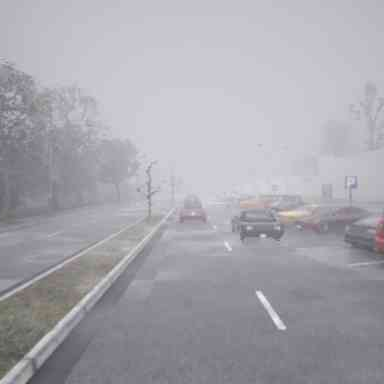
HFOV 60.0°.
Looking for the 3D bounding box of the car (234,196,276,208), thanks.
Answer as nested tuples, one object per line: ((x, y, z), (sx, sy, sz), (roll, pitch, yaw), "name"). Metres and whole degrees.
((8.044, 1.244, 42.673), (4.792, 1.488, 2.163), (0, 1, -20), "car")

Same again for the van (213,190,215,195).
((7.872, 0.645, 75.417), (4.442, 1.987, 1.878), (1, 1, -20), "van")

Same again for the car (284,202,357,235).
((8.019, 1.498, 18.773), (4.792, 1.488, 2.163), (1, 1, -20), "car")

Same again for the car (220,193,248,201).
((7.998, 0.967, 63.530), (5.008, 1.535, 2.097), (1, 1, -20), "car")

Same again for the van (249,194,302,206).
((7.927, 1.149, 30.671), (4.442, 1.987, 1.878), (1, 1, -20), "van")

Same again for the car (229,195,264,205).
((8.006, 1.172, 48.625), (4.674, 1.452, 2.002), (1, 0, -20), "car")

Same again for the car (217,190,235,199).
((8.025, 0.744, 60.563), (5.566, 2.045, 2.435), (1, 0, -20), "car")

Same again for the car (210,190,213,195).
((7.802, 0.844, 78.378), (5.366, 1.575, 1.946), (1, 1, -20), "car")

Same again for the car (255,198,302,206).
((8.031, 1.444, 27.742), (4.674, 1.452, 2.002), (1, 0, -20), "car")

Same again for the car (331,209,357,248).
((8.050, 1.526, 12.816), (4.674, 1.452, 2.002), (1, 0, -20), "car")

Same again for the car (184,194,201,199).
((0.049, 1.088, 41.711), (2.097, 1.767, 4.553), (0, 1, 0), "car")

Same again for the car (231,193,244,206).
((7.848, 1.253, 39.610), (5.366, 1.575, 1.946), (0, 1, -20), "car")

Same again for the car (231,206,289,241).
((3.080, 1.589, 16.615), (1.895, 1.301, 4.718), (0, 0, 0), "car")

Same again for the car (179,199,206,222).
((0.068, 1.499, 25.549), (1.994, 1.385, 4.181), (0, 1, 0), "car")

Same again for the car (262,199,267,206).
((8.066, 1.463, 24.770), (4.792, 1.488, 2.163), (1, 0, -20), "car")

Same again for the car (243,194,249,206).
((8.001, 1.213, 33.700), (4.553, 1.767, 2.185), (1, 1, -20), "car")

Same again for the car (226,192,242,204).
((7.841, 1.167, 45.576), (5.366, 1.575, 1.946), (0, 1, -20), "car")

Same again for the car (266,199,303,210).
((7.871, 1.447, 21.700), (5.366, 1.575, 1.946), (1, 1, -20), "car")

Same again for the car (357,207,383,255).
((8.087, 1.240, 9.845), (5.566, 2.045, 2.435), (1, 0, -20), "car")

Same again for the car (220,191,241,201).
((8.009, 1.028, 57.565), (4.892, 1.521, 2.231), (1, 1, -20), "car")

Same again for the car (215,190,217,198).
((8.158, 0.916, 69.563), (5.366, 1.575, 1.946), (1, 0, -20), "car")
